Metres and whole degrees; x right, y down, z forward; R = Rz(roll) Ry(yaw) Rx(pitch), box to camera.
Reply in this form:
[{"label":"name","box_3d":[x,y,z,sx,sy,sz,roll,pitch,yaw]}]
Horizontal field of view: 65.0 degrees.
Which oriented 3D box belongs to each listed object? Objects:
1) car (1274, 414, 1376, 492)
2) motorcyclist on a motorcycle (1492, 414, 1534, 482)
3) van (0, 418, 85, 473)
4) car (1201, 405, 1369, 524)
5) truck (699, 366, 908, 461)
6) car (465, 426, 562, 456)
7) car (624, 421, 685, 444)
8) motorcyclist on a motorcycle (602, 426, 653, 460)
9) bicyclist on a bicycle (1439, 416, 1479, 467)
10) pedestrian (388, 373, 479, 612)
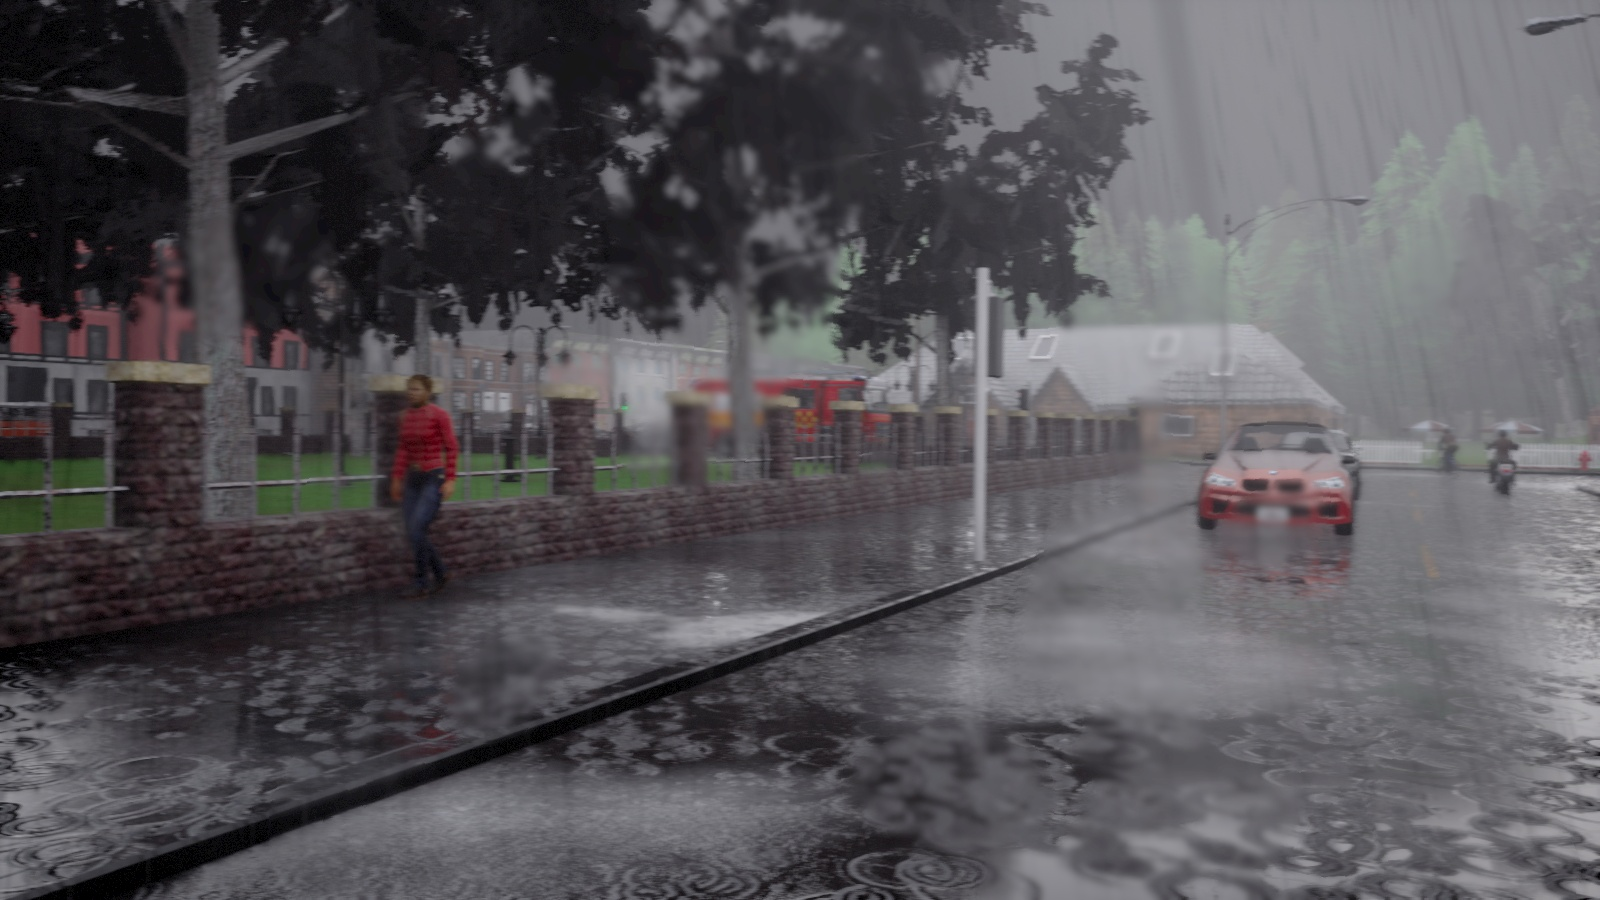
[{"label":"car","box_3d":[12.186,0.009,29.184,2.033,1.649,4.856,0,1,23]},{"label":"motorcyclist on a motorcycle","box_3d":[17.908,-0.071,31.572,0.766,1.649,2.350,0,1,26]},{"label":"van","box_3d":[-29.432,-0.179,46.959,1.775,1.987,4.442,0,1,26]},{"label":"car","box_3d":[7.848,0.150,20.142,2.242,1.667,4.611,0,1,23]},{"label":"truck","box_3d":[0.135,-1.495,53.692,8.468,3.827,2.891,0,1,25]},{"label":"car","box_3d":[-15.038,-0.475,65.871,5.008,1.535,1.882,0,2,29]},{"label":"car","box_3d":[-10.894,-1.307,94.375,2.152,1.651,5.027,0,1,26]},{"label":"motorcyclist on a motorcycle","box_3d":[-7.927,-0.307,57.641,2.191,1.530,0.866,0,1,24]},{"label":"bicyclist on a bicycle","box_3d":[21.307,-0.288,40.640,0.582,1.620,1.656,-1,1,7]},{"label":"pedestrian","box_3d":[-2.923,0.321,10.041,0.331,1.846,0.636,0,1,26]}]
